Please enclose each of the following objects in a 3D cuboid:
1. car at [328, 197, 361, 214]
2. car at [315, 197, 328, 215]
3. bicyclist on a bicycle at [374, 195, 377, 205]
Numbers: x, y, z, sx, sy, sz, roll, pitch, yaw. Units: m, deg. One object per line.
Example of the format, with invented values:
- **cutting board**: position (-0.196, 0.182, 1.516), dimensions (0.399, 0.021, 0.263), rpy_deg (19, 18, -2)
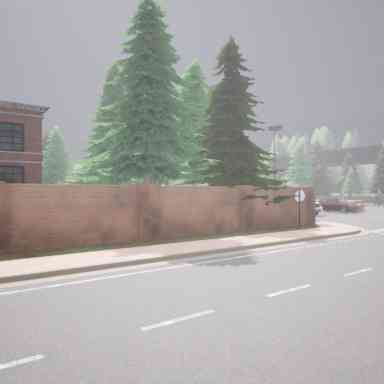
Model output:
- **car**: position (15.876, 1.352, 36.288), dimensions (2.097, 1.767, 4.553), rpy_deg (0, 0, -35)
- **car**: position (9.912, 1.222, 32.602), dimensions (2.150, 2.045, 5.566), rpy_deg (0, 0, -35)
- **bicyclist on a bicycle**: position (30.122, 1.300, 54.233), dimensions (1.656, 1.620, 0.582), rpy_deg (0, 0, -35)
